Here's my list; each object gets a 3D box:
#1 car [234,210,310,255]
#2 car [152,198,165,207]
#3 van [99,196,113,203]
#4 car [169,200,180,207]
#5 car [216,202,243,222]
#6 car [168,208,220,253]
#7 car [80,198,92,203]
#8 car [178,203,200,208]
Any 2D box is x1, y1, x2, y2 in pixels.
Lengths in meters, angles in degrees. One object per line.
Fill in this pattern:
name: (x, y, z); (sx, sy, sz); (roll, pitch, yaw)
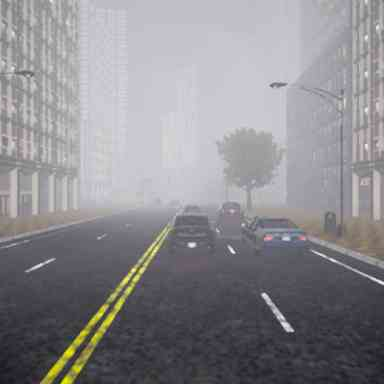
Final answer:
car: (3.252, 1.684, 13.979); (2.033, 1.411, 5.357); (0, -1, 0)
car: (-6.522, 1.929, 64.369); (2.097, 1.767, 4.553); (0, 0, 1)
van: (-22.641, 1.956, 86.709); (3.998, 1.788, 1.690); (0, 0, 1)
car: (-3.286, 2.136, 63.684); (1.994, 1.385, 4.181); (0, 0, 1)
car: (3.255, 1.629, 29.061); (2.097, 1.767, 4.553); (0, -1, 0)
car: (0.005, 1.648, 14.293); (1.837, 1.490, 4.892); (0, 0, 0)
car: (-28.180, 2.135, 86.755); (4.507, 1.381, 1.887); (0, 0, 1)
car: (0.008, 1.807, 29.378); (1.812, 1.442, 4.674); (0, 0, 0)
